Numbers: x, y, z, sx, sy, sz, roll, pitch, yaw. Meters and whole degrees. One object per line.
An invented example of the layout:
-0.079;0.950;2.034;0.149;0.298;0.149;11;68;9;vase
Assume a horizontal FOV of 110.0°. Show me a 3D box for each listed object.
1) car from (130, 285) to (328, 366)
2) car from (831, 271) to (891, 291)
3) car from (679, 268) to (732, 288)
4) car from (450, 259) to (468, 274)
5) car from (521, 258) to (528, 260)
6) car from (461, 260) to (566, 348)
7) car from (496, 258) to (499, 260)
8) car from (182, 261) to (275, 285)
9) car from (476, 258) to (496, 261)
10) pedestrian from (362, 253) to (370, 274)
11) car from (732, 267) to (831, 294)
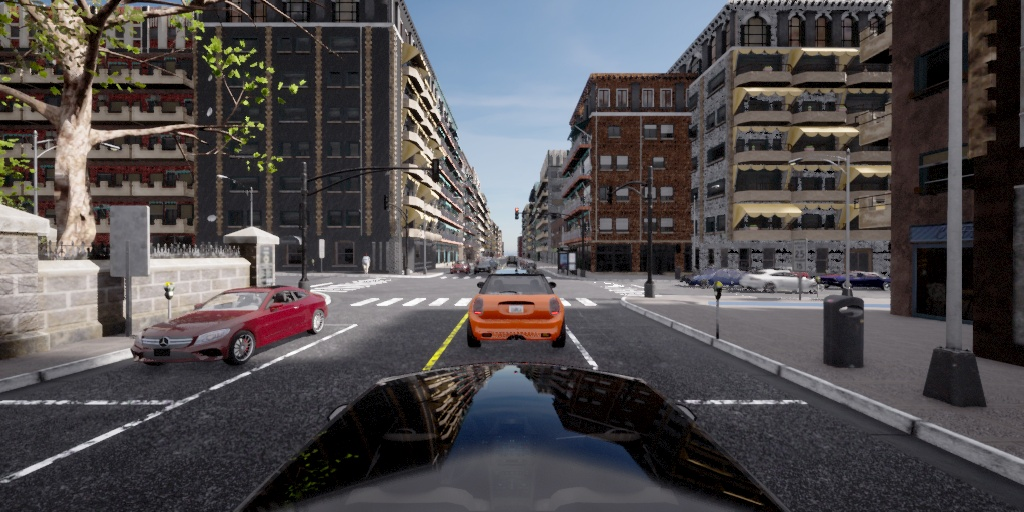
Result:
-5.696;1.331;7.928;1.802;1.307;4.207;0;0;0;car
25.250;1.815;26.299;4.718;1.301;1.895;1;0;-1;car
15.217;1.584;26.167;5.357;1.411;2.033;1;0;-1;car
-5.740;1.187;40.339;1.967;1.591;4.097;0;0;0;car
2.625;1.298;51.622;2.007;1.370;4.403;0;0;0;car
0.118;1.101;9.438;2.097;1.767;4.553;0;0;1;car
-3.159;1.311;51.186;1.994;1.385;4.181;0;0;0;car
-17.675;1.034;22.524;4.181;1.385;1.994;1;0;-1;car
-3.150;1.252;39.747;1.837;1.490;4.892;0;0;0;car
-12.751;0.651;31.322;0.375;1.860;0.375;0;-1;-1;pedestrian
17.208;1.614;23.026;4.674;1.442;1.812;1;0;0;car
